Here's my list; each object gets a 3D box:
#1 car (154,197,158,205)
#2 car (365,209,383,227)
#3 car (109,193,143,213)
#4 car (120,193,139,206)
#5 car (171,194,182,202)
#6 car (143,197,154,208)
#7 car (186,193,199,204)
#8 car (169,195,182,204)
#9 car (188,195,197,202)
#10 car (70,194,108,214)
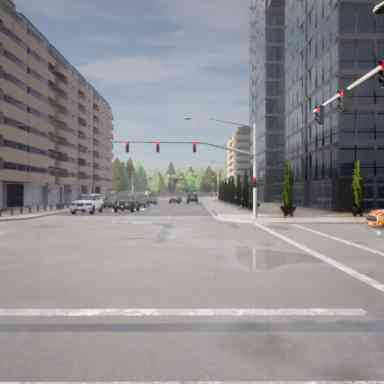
[{"bbox_3d":[-7.171,1.564,58.419,1.994,1.385,4.181,0,0,1],"label":"car"},{"bbox_3d":[13.585,1.407,21.136,4.553,1.767,2.097,0,0,0],"label":"car"},{"bbox_3d":[-7.408,1.221,38.155,2.150,2.045,5.566,0,0,1],"label":"car"},{"bbox_3d":[-10.688,1.223,57.120,2.150,2.045,5.566,0,0,1],"label":"car"},{"bbox_3d":[-3.389,1.355,74.301,2.097,1.767,4.553,0,0,1],"label":"car"},{"bbox_3d":[-7.311,1.547,48.399,2.033,1.411,5.357,0,0,1],"label":"car"},{"bbox_3d":[0.080,1.221,63.864,2.150,2.045,5.566,0,0,1],"label":"car"},{"bbox_3d":[-3.414,1.526,64.283,1.812,1.442,4.674,0,0,1],"label":"car"},{"bbox_3d":[0.119,1.500,74.577,1.837,1.490,4.892,0,0,1],"label":"car"},{"bbox_3d":[-10.918,1.221,34.981,2.150,2.045,5.566,0,0,-1],"label":"car"}]
